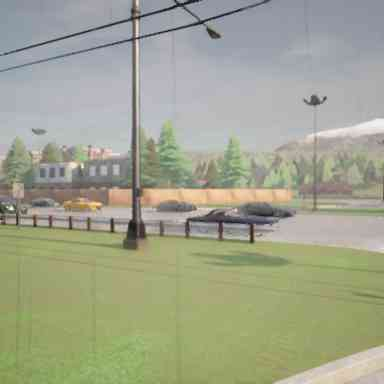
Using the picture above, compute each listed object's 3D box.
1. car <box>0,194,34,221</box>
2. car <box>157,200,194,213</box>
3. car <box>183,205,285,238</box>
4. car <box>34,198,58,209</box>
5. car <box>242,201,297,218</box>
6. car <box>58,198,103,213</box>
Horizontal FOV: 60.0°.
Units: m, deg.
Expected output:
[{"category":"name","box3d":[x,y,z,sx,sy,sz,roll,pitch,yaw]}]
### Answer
[{"category":"car","box3d":[-16.065,1.221,27.490,5.566,2.045,2.150,0,0,28]},{"category":"car","box3d":[-1.689,1.509,35.648,4.181,1.385,1.994,0,0,28]},{"category":"car","box3d":[2.199,1.565,17.650,4.718,1.301,1.895,0,0,28]},{"category":"car","box3d":[-20.087,1.506,45.565,4.674,1.442,1.812,0,0,28]},{"category":"car","box3d":[5.844,1.484,27.614,5.357,1.411,2.033,0,0,28]},{"category":"car","box3d":[-12.234,1.449,37.354,5.008,1.535,1.882,0,0,28]}]
